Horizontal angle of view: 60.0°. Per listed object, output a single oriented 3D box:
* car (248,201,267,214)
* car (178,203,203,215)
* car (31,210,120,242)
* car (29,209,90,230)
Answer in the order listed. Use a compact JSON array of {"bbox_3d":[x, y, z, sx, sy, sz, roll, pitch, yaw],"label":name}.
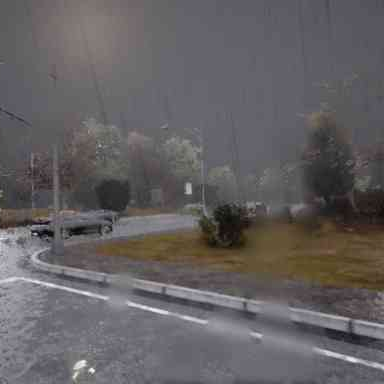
[{"bbox_3d":[8.047,1.959,42.746,2.097,1.767,4.553,-3,-2,32],"label":"car"},{"bbox_3d":[-0.103,2.459,49.638,2.097,1.767,4.553,-3,-2,32],"label":"car"},{"bbox_3d":[-6.897,2.010,19.578,2.128,1.511,4.902,-3,-2,34],"label":"car"},{"bbox_3d":[-12.110,2.493,30.772,1.882,1.535,5.008,-3,-2,33],"label":"car"}]
